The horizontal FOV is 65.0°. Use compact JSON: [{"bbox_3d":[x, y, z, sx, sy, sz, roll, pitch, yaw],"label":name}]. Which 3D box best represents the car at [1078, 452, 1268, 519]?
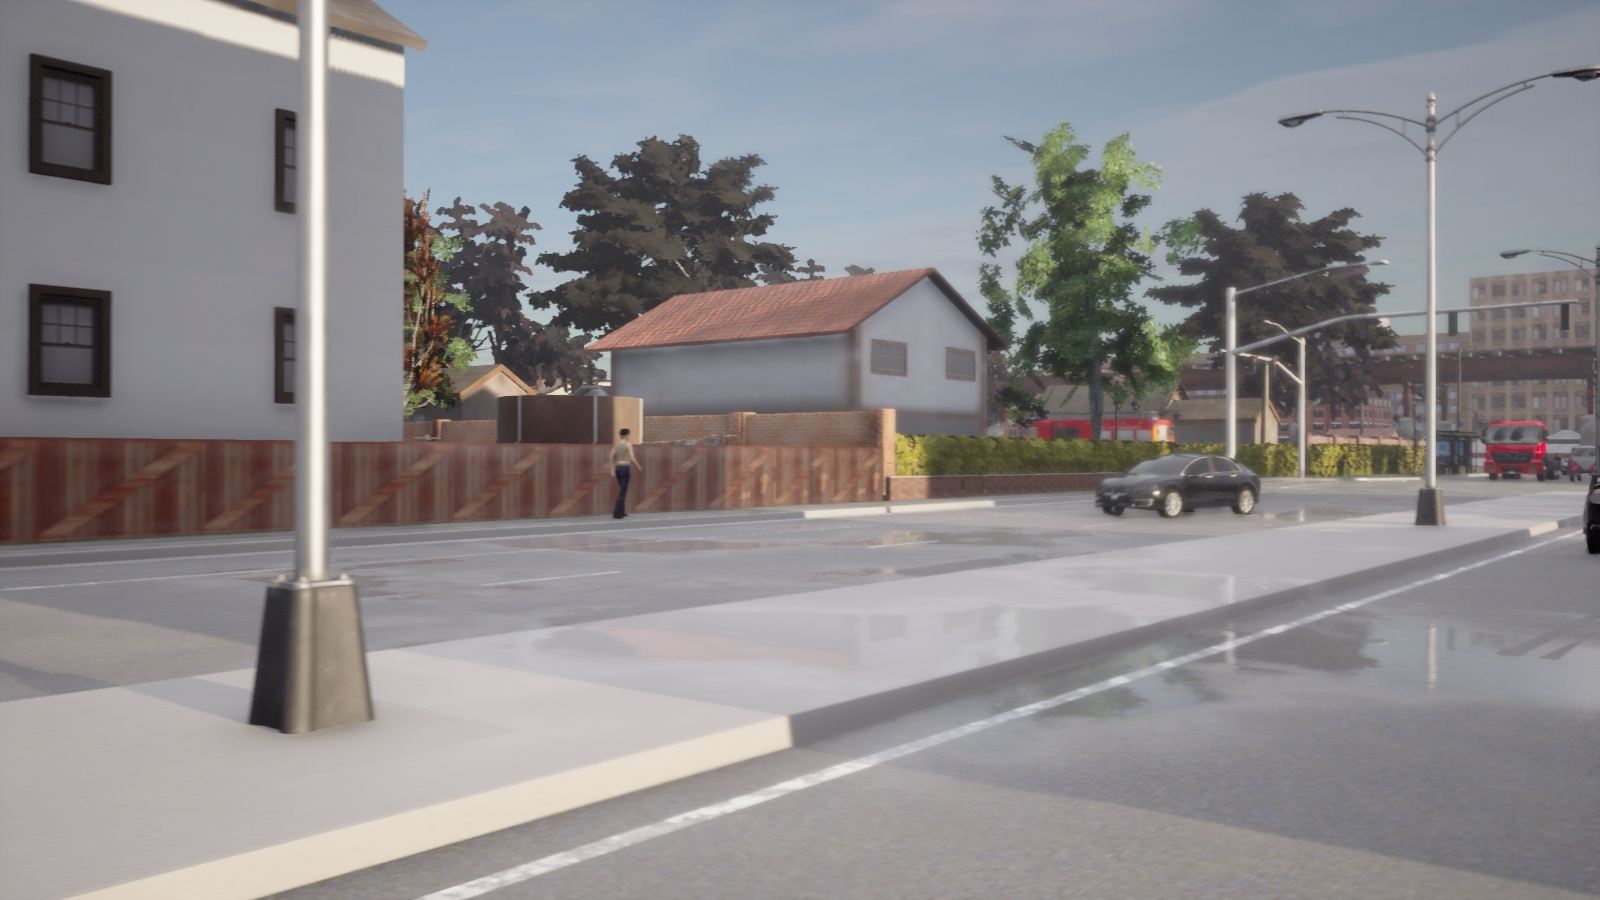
[{"bbox_3d":[9.039,0.800,30.229,4.892,1.490,1.837,0,0,-37],"label":"car"}]

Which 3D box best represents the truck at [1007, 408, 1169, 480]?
[{"bbox_3d":[16.073,-0.292,70.489,8.468,3.827,2.891,0,0,39],"label":"truck"}]

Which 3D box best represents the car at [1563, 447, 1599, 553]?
[{"bbox_3d":[13.494,0.716,19.506,2.128,1.511,4.902,0,0,39],"label":"car"}]

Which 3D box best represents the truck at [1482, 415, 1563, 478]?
[{"bbox_3d":[42.156,-0.162,73.115,2.891,3.462,7.936,0,0,39],"label":"truck"}]

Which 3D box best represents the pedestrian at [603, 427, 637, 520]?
[{"bbox_3d":[-3.617,0.467,25.288,0.345,1.836,0.594,0,0,38],"label":"pedestrian"}]

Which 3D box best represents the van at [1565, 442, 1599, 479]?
[{"bbox_3d":[43.614,0.558,69.283,1.775,1.987,4.442,0,0,39],"label":"van"}]
